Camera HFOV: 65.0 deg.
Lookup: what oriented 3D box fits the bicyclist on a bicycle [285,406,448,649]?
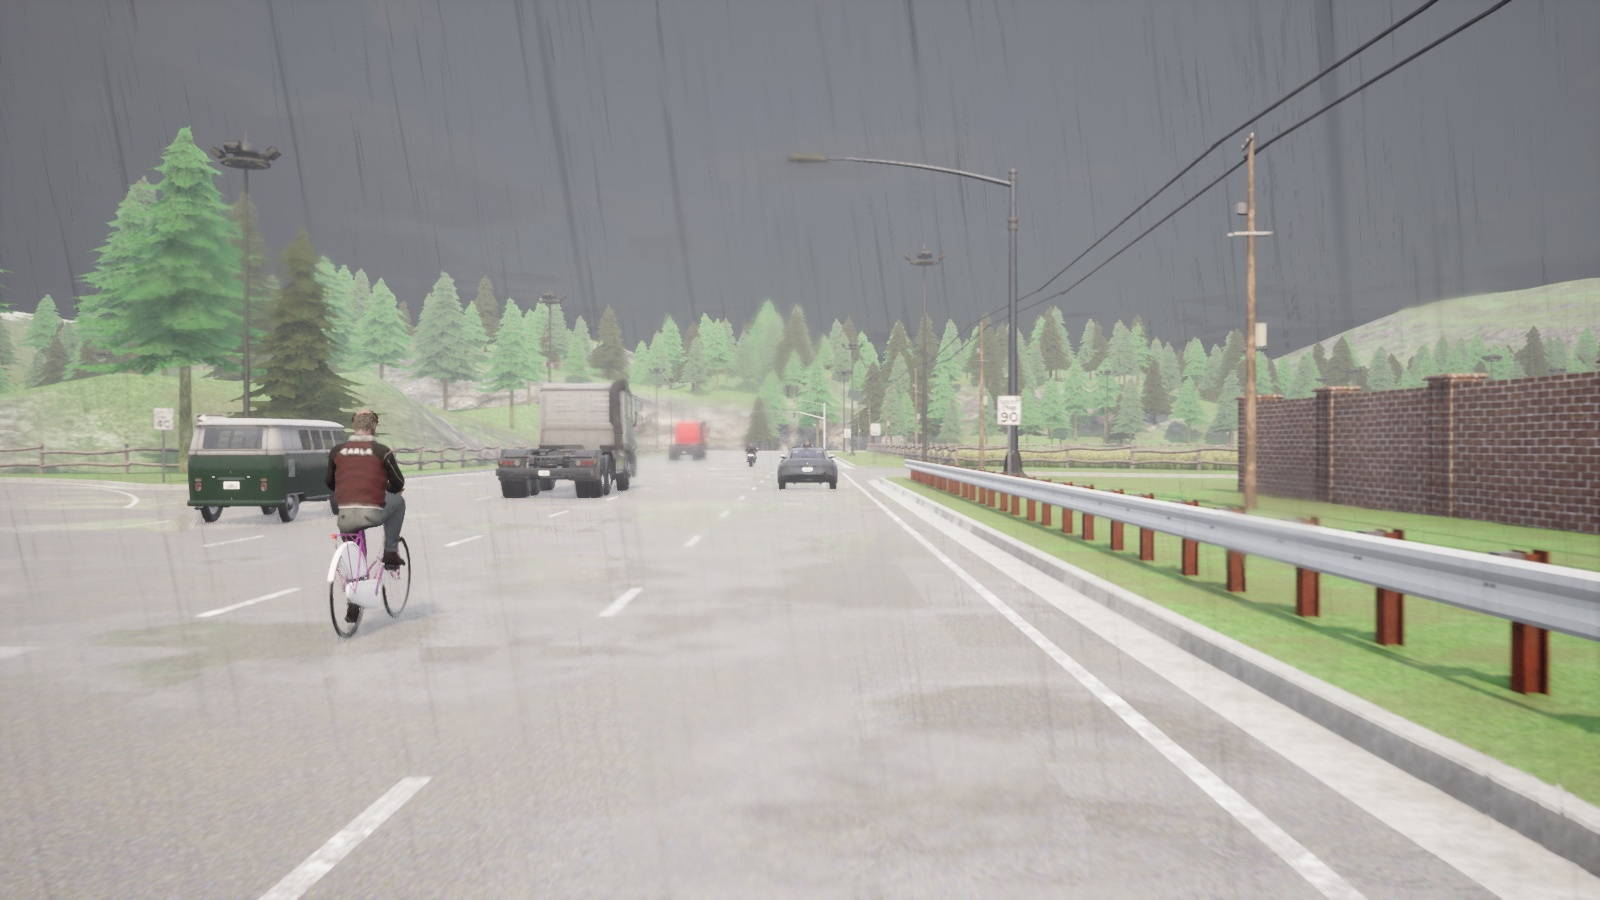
[{"bbox_3d":[-3.428,0.557,10.103,0.659,1.776,1.843,0,1,0],"label":"bicyclist on a bicycle"}]

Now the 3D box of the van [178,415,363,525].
[{"bbox_3d":[-10.344,0.350,24.922,1.775,1.987,4.442,0,0,0],"label":"van"}]

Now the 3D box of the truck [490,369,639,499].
[{"bbox_3d":[-6.774,-0.451,37.298,2.891,3.462,7.936,0,0,0],"label":"truck"}]

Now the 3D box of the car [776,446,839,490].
[{"bbox_3d":[0.254,0.571,42.412,1.994,1.385,4.181,0,0,0],"label":"car"}]
